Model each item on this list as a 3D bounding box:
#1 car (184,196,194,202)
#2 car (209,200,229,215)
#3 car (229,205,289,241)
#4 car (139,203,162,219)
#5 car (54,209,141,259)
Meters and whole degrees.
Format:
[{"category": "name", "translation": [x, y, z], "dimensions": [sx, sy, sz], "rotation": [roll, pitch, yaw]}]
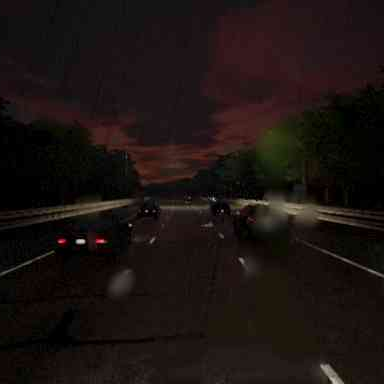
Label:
[{"category": "car", "translation": [-0.410, 2.193, 94.392], "dimensions": [1.895, 1.301, 4.718], "rotation": [0, -1, -5]}, {"category": "car", "translation": [2.965, 1.666, 35.804], "dimensions": [1.837, 1.490, 4.892], "rotation": [0, 0, -2]}, {"category": "car", "translation": [3.415, 1.427, 17.290], "dimensions": [2.097, 1.767, 4.553], "rotation": [0, 0, -1]}, {"category": "car", "translation": [-3.873, 1.687, 30.474], "dimensions": [2.033, 1.411, 5.357], "rotation": [0, 0, -2]}, {"category": "car", "translation": [-3.513, 1.606, 12.901], "dimensions": [2.033, 1.411, 5.357], "rotation": [0, 0, -1]}]
